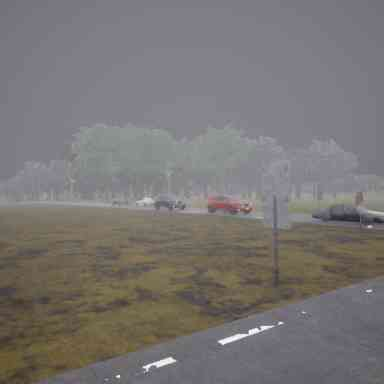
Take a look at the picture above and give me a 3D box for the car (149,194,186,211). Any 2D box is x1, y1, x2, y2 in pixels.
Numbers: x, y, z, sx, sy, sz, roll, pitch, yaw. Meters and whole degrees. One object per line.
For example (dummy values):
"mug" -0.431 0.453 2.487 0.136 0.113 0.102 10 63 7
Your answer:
"car" -3.074 1.363 44.415 2.150 2.045 5.566 -2 1 -36

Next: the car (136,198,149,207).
"car" -7.846 1.694 56.072 1.812 1.442 4.674 -2 0 -36

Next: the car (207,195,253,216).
"car" 3.808 1.303 34.870 2.150 2.045 5.566 -2 1 -36

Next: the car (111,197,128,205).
"car" -14.087 1.776 64.714 2.128 1.511 4.902 -2 0 -36

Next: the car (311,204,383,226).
"car" 11.542 1.599 24.367 2.033 1.411 5.357 -2 1 -39
